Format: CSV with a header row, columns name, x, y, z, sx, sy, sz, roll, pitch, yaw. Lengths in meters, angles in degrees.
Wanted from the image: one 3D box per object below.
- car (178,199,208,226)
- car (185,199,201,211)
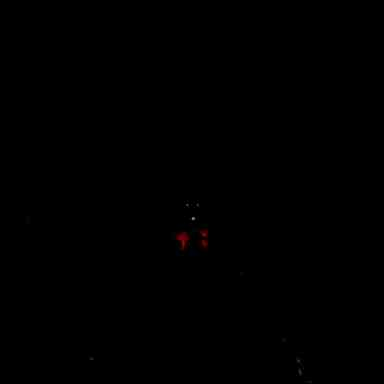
name,x,y,z,sx,sy,sz,roll,pitch,yaw
car,0.086,1.464,23.259,2.128,1.511,4.902,0,0,0
car,0.075,1.564,41.653,1.895,1.301,4.718,0,0,0
